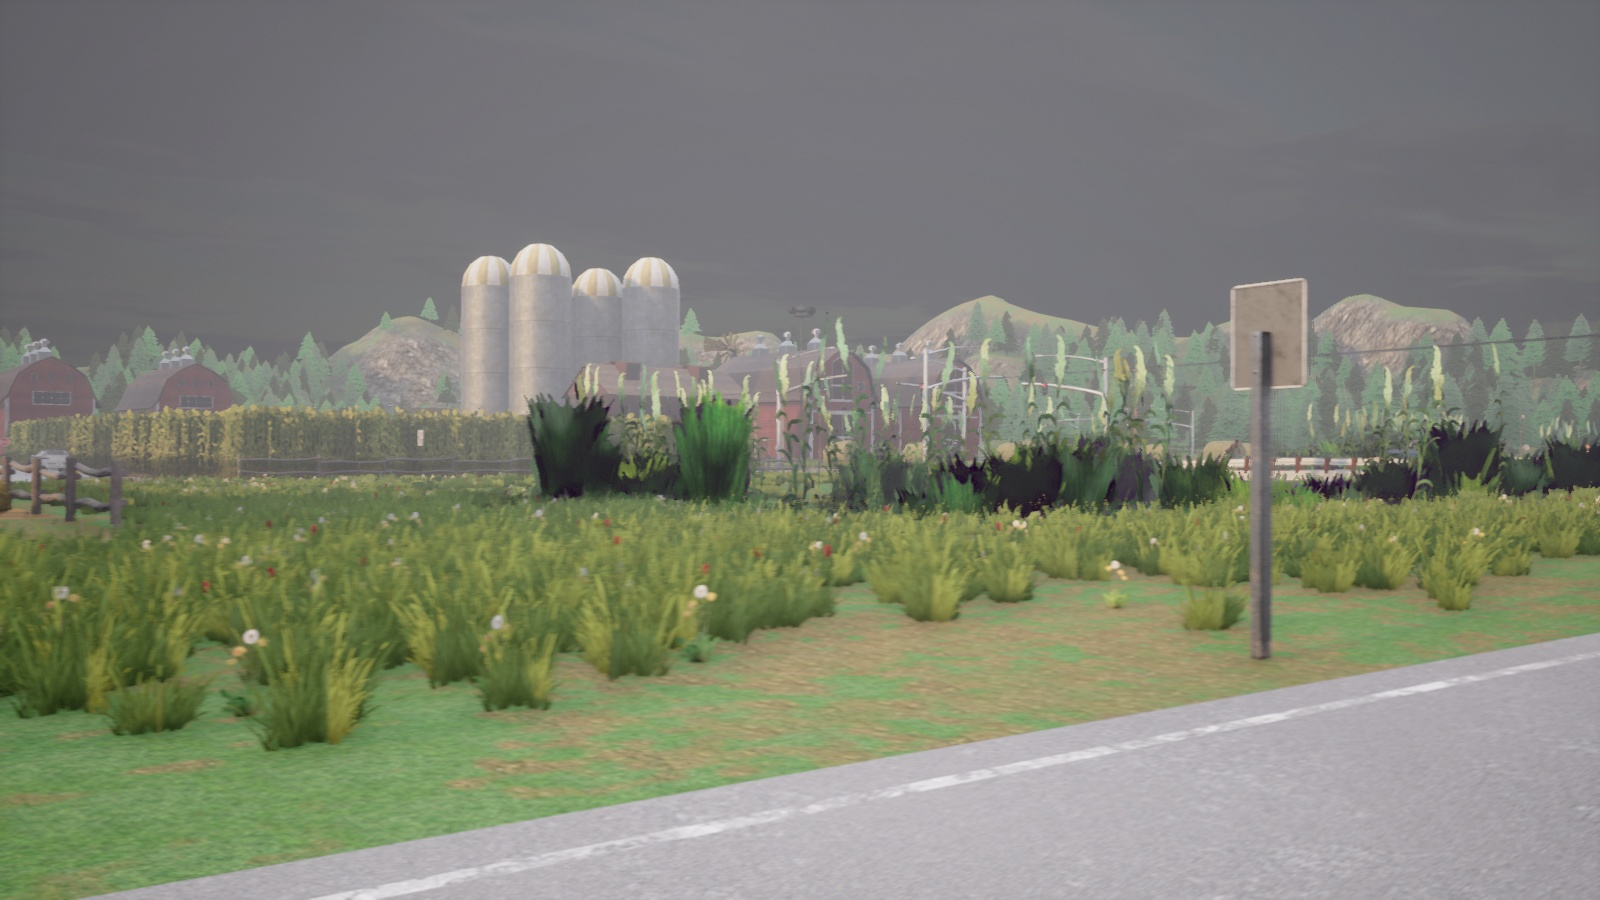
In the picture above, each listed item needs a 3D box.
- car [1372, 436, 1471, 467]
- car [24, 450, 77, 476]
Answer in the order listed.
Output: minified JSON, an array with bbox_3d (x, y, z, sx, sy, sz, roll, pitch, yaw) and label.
[{"bbox_3d":[30.130,0.076,60.977,1.970,1.475,3.806,0,0,-33],"label":"car"},{"bbox_3d":[-48.426,0.804,81.123,2.152,1.651,5.027,0,0,-40],"label":"car"}]
